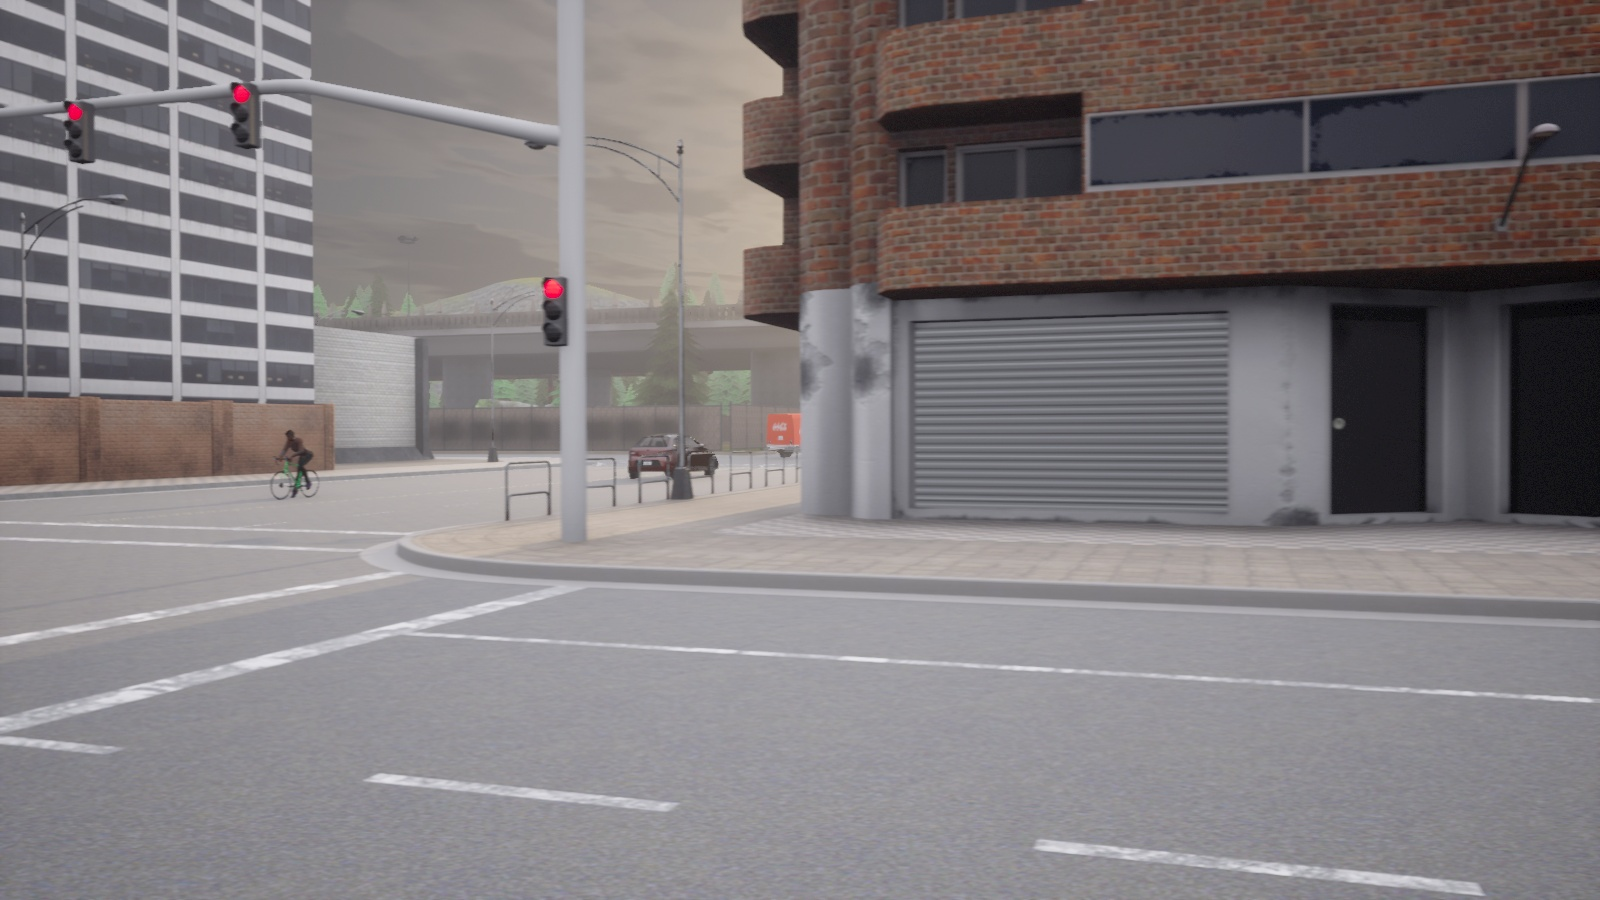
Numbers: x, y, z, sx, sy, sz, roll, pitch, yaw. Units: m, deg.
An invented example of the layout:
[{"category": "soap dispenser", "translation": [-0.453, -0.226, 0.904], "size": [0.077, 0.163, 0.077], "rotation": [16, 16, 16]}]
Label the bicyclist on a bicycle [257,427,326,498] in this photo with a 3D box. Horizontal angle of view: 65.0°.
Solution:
[{"category": "bicyclist on a bicycle", "translation": [-11.969, 0.260, 29.606], "size": [0.582, 1.620, 1.656], "rotation": [1, 1, 18]}]

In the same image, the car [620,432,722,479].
[{"category": "car", "translation": [-4.227, 0.154, 41.871], "size": [1.816, 1.474, 4.193], "rotation": [1, 1, 18]}]

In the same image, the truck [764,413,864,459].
[{"category": "truck", "translation": [0.799, -0.807, 70.468], "size": [5.204, 2.467, 2.627], "rotation": [-1, 1, -42]}]
